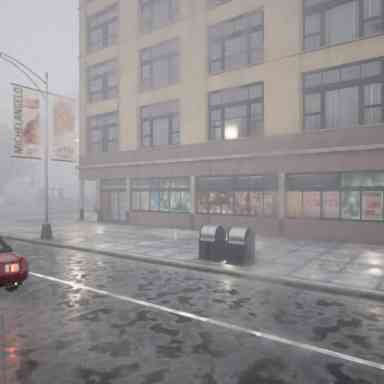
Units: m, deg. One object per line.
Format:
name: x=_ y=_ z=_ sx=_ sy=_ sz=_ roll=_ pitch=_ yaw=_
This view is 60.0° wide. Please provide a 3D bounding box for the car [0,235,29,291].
car: x=-5.642 y=1.601 z=8.113 sx=1.895 sy=1.301 sz=4.718 roll=0 pitch=0 yaw=-42
